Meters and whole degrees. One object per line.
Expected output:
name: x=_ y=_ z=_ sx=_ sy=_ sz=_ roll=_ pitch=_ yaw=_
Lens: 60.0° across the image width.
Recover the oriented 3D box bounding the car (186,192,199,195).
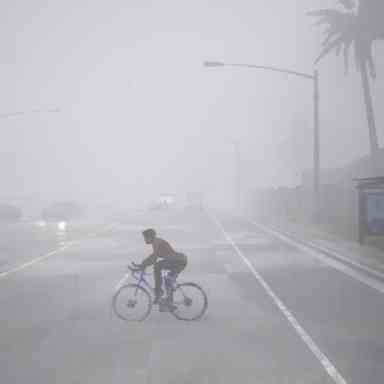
car: x=0.114 y=0.966 z=47.528 sx=2.150 sy=2.045 sz=5.566 roll=0 pitch=0 yaw=0

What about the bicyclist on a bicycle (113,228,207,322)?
bicyclist on a bicycle: x=-0.565 y=1.456 z=5.758 sx=1.656 sy=1.620 sz=0.582 roll=-1 pitch=0 yaw=-1

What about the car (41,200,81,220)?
car: x=-10.560 y=1.432 z=27.176 sx=1.837 sy=1.490 sz=4.892 roll=0 pitch=0 yaw=0

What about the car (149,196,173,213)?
car: x=-3.393 y=1.450 z=35.300 sx=1.895 sy=1.301 sz=4.718 roll=0 pitch=0 yaw=0

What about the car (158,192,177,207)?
car: x=-3.405 y=0.989 z=45.312 sx=2.150 sy=2.045 sz=5.566 roll=0 pitch=0 yaw=4

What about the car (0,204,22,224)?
car: x=-13.996 y=1.526 z=23.803 sx=1.994 sy=1.385 sz=4.181 roll=0 pitch=0 yaw=0

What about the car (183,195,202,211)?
car: x=0.114 y=1.354 z=37.247 sx=1.812 sy=1.442 sz=4.674 roll=0 pitch=0 yaw=0
